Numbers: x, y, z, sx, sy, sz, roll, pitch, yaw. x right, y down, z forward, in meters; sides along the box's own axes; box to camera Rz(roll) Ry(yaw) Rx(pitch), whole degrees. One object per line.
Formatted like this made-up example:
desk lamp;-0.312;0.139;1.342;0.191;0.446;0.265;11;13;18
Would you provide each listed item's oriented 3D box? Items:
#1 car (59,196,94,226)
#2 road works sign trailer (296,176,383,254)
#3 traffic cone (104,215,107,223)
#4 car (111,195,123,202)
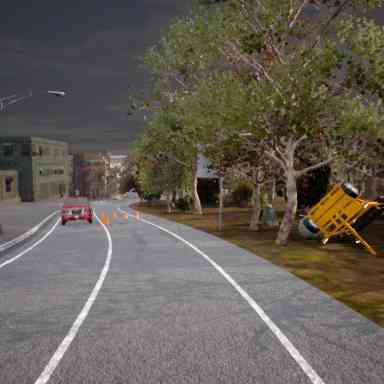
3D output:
car;-8.886;1.385;25.701;2.150;2.045;5.566;-2;0;-19
road works sign trailer;6.680;1.194;13.368;3.560;2.380;2.880;0;46;-45
traffic cone;-5.901;2.040;23.193;0.340;0.580;0.340;-2;0;-18
car;-18.706;1.569;83.359;1.882;1.535;5.008;0;0;3
